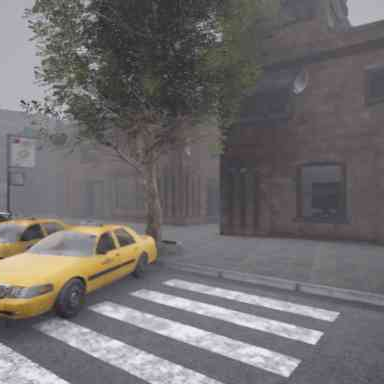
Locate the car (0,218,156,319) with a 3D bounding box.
[{"bbox_3d":[-2.508,1.466,7.698,1.946,1.575,5.366,1,-1,16],"label":"car"}]

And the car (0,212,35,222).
[{"bbox_3d":[-4.943,1.460,9.453,1.946,1.575,5.366,1,-1,16],"label":"car"}]
